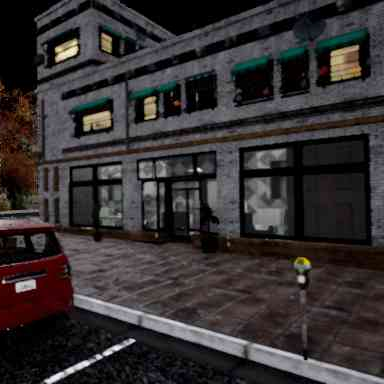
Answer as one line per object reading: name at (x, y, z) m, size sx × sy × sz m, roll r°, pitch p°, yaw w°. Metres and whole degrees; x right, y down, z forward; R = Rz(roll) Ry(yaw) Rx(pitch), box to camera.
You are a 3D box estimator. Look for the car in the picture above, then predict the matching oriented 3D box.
car at (-4.191, 1.379, 5.903) m, size 5.009 × 1.841 × 2.192 m, roll -1°, pitch -1°, yaw 36°
